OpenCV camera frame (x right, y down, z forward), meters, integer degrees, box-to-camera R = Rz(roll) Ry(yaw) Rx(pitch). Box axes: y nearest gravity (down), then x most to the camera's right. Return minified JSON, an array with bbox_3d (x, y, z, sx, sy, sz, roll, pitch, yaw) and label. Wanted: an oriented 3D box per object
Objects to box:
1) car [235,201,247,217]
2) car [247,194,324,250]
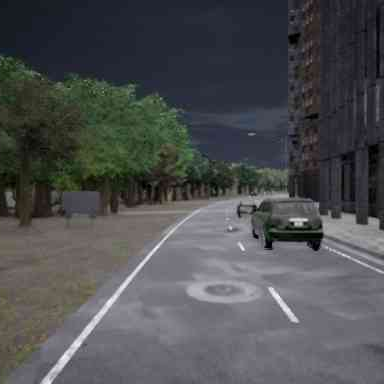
[{"bbox_3d":[5.240,1.571,31.898,2.128,1.511,4.902,0,0,6],"label":"car"},{"bbox_3d":[3.988,1.266,14.746,2.150,2.045,5.566,0,0,3],"label":"car"}]
